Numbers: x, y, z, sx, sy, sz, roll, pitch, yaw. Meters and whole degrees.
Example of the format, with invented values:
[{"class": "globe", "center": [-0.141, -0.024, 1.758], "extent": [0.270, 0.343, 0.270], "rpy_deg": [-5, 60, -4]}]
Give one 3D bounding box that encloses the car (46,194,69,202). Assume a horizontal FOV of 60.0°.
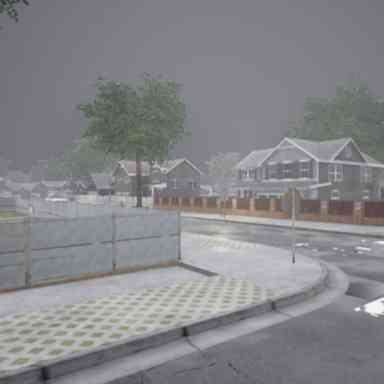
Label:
[{"class": "car", "center": [-18.938, 1.302, 46.641], "extent": [2.150, 2.045, 5.566], "rpy_deg": [0, 0, -36]}]
